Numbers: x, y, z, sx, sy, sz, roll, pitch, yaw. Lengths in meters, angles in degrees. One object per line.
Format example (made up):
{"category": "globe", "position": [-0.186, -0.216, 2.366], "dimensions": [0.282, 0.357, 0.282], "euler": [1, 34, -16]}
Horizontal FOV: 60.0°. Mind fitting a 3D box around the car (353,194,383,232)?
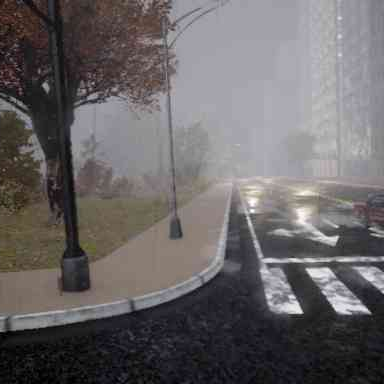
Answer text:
{"category": "car", "position": [6.900, 0.737, 10.575], "dimensions": [1.895, 1.301, 4.718], "euler": [-2, 3, 7]}
